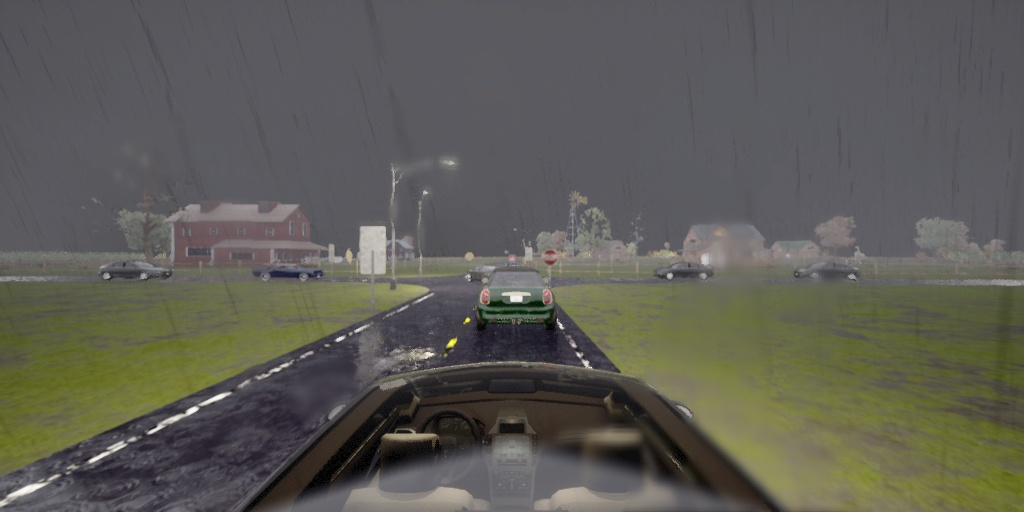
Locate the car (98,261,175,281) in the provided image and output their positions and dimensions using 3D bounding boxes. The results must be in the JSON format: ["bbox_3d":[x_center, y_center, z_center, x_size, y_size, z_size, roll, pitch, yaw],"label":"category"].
[{"bbox_3d":[-29.461,1.138,28.175,4.892,1.490,1.837,1,0,1],"label":"car"}]

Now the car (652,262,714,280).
[{"bbox_3d":[14.622,1.266,30.747,4.892,1.490,1.837,0,0,0],"label":"car"}]

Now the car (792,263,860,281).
[{"bbox_3d":[26.776,1.314,30.642,4.892,1.490,1.837,0,0,0],"label":"car"}]

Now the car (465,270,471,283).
[{"bbox_3d":[-1.694,1.267,25.395,2.033,1.411,5.357,0,0,-26],"label":"car"}]

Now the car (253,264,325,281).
[{"bbox_3d":[-17.324,1.268,28.069,4.718,1.301,1.895,0,0,1],"label":"car"}]

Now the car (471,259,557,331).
[{"bbox_3d":[0.109,1.090,11.124,2.097,1.767,4.553,0,0,0],"label":"car"}]
